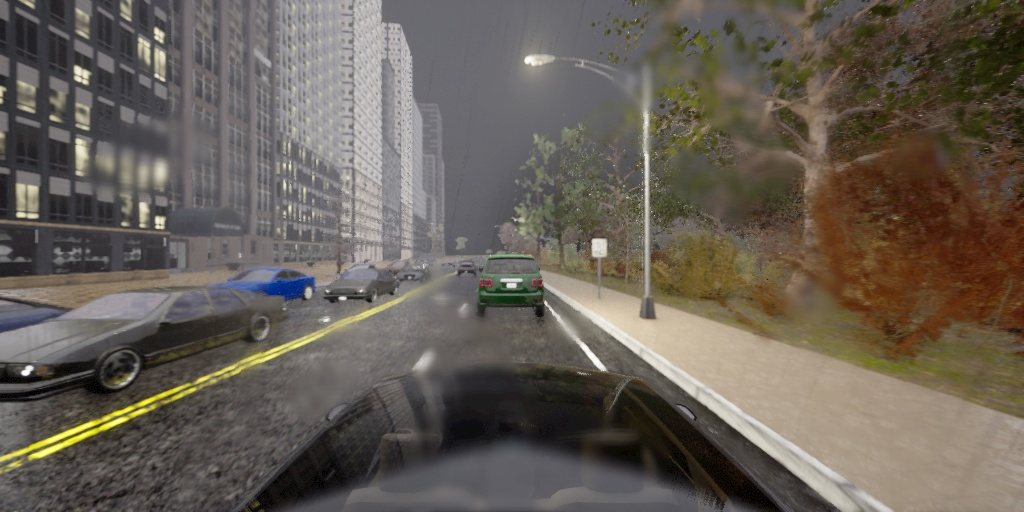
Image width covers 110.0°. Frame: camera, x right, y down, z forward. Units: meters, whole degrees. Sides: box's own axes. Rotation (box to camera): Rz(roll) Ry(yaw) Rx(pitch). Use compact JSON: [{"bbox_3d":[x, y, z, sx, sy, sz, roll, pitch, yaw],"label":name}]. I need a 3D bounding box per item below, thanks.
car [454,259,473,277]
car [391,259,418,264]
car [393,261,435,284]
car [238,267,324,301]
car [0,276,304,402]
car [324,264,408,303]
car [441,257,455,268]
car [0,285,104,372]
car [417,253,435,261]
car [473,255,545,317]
[{"bbox_3d":[-4.506,1.256,36.297,1.837,1.490,4.892,0,0,-4],"label":"car"},{"bbox_3d":[-10.935,1.236,35.024,1.882,1.535,5.008,0,0,-3],"label":"car"},{"bbox_3d":[-7.177,1.320,26.811,1.994,1.385,4.181,0,0,-3],"label":"car"},{"bbox_3d":[-10.029,1.238,14.654,1.882,1.535,5.008,0,0,-1],"label":"car"},{"bbox_3d":[-6.645,1.305,6.918,2.033,1.411,5.357,0,0,-1],"label":"car"},{"bbox_3d":[-6.818,1.305,16.989,2.033,1.411,5.357,0,0,-1],"label":"car"},{"bbox_3d":[-9.023,0.884,51.498,1.882,1.535,5.008,0,0,-5],"label":"car"},{"bbox_3d":[-9.892,1.324,5.737,1.994,1.385,4.181,0,0,-1],"label":"car"},{"bbox_3d":[-12.259,0.635,51.189,2.150,2.045,5.566,0,0,-5],"label":"car"},{"bbox_3d":[-0.075,0.973,13.393,2.150,2.045,5.566,0,0,-1],"label":"car"}]
